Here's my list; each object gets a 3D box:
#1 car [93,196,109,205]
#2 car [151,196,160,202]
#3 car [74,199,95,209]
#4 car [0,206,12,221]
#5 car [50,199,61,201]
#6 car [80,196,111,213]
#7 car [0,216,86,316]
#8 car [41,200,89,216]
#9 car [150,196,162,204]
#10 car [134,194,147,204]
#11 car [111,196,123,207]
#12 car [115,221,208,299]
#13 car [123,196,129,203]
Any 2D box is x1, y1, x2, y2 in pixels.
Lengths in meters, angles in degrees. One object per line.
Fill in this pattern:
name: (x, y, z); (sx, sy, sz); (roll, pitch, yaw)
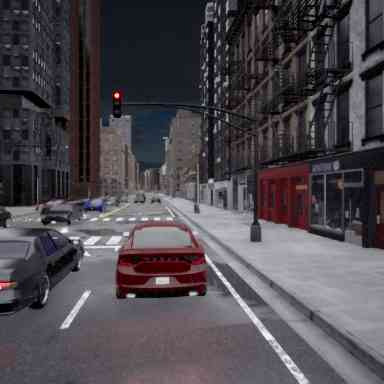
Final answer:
car: (-16.507, 1.517, 60.563); (2.128, 1.511, 4.902); (0, 0, -6)
car: (-8.303, 1.571, 75.471); (2.033, 1.411, 5.357); (0, 0, -6)
car: (-14.980, 1.618, 46.604); (1.895, 1.301, 4.718); (0, 0, -6)
car: (-11.896, 1.524, 18.760); (1.837, 1.490, 4.892); (-1, 0, -6)
car: (-13.509, 1.487, 33.335); (1.882, 1.535, 5.008); (0, 0, -6)
car: (-10.628, 1.490, 36.885); (1.882, 1.535, 5.008); (0, 0, -6)
car: (-3.901, 1.547, 7.702); (2.033, 1.411, 5.357); (0, 0, -6)
car: (-9.198, 1.552, 24.048); (2.033, 1.411, 5.357); (0, 0, -6)
car: (-7.052, 1.532, 65.168); (1.837, 1.490, 4.892); (0, 0, -6)
car: (-10.403, 1.628, 65.886); (1.895, 1.301, 4.718); (0, 0, -6)
car: (-12.053, 1.511, 49.754); (2.128, 1.511, 4.902); (0, 0, -6)
car: (-0.794, 1.477, 8.568); (1.882, 1.535, 5.008); (0, 0, -6)
car: (-13.976, 1.534, 67.684); (1.837, 1.490, 4.892); (0, 0, -6)
